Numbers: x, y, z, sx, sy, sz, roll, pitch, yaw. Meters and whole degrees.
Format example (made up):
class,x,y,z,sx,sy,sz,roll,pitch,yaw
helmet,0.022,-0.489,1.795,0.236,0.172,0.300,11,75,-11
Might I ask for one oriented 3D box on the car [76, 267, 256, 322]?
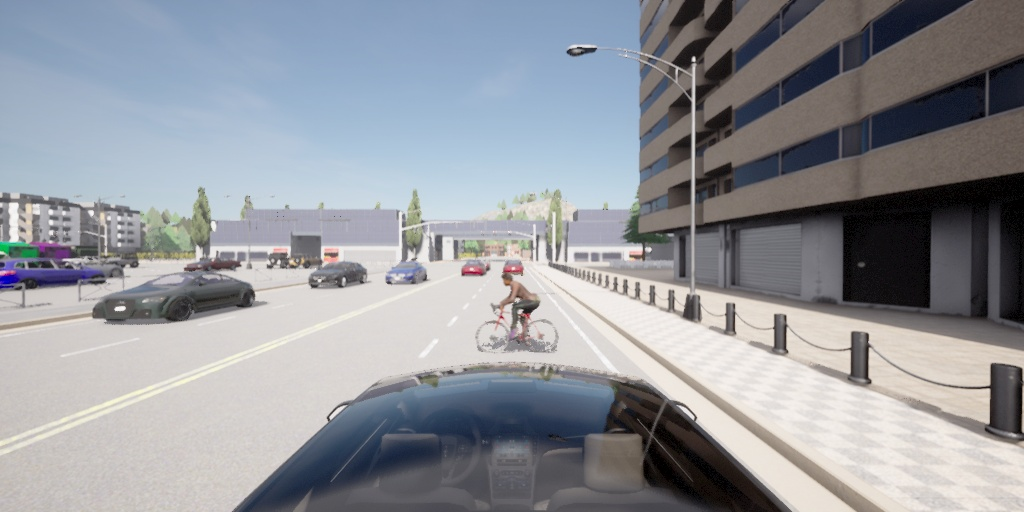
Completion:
class,x,y,z,sx,sy,sz,roll,pitch,yaw
car,-10.596,1.230,11.694,1.994,1.385,4.181,0,0,0

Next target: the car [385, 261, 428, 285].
class,x,y,z,sx,sy,sz,roll,pitch,yaw
car,-6.995,1.104,24.243,1.812,1.442,4.674,0,0,0

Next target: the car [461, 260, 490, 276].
class,x,y,z,sx,sy,sz,roll,pitch,yaw
car,-3.420,1.084,32.587,1.994,1.385,4.181,0,0,1

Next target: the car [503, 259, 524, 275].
class,x,y,z,sx,sy,sz,roll,pitch,yaw
car,0.134,1.074,34.539,1.994,1.385,4.181,0,0,-1

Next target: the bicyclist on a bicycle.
class,x,y,z,sx,sy,sz,roll,pitch,yaw
bicyclist on a bicycle,0.087,1.156,7.151,1.656,1.620,0.582,-2,0,0

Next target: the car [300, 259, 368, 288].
class,x,y,z,sx,sy,sz,roll,pitch,yaw
car,-10.576,1.095,22.121,1.837,1.490,4.892,0,0,0
